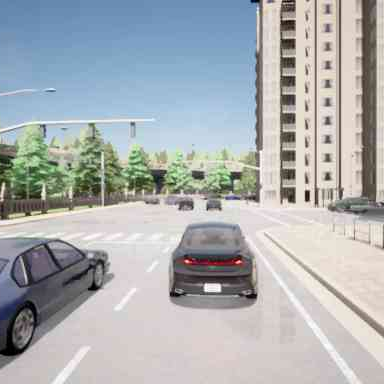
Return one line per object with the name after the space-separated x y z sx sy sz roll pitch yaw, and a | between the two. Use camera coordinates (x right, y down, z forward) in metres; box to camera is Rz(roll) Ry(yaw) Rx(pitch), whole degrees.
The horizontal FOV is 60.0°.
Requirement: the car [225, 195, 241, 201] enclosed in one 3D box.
10.584 1.481 85.780 4.674 1.442 1.812 0 0 -38 | car

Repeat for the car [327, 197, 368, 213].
17.436 1.388 36.740 4.553 1.767 2.097 0 0 3 | car

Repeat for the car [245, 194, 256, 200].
15.698 1.457 85.357 4.892 1.490 1.837 0 0 -34 | car

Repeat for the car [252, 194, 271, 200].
19.018 1.309 91.088 4.553 1.767 2.097 0 0 -20 | car

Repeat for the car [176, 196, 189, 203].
-1.936 1.560 71.279 1.895 1.301 4.718 0 0 11 | car

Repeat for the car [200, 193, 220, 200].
5.310 1.181 85.397 2.150 2.045 5.566 0 0 38 | car

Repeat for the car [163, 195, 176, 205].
-3.499 1.324 56.411 2.097 1.767 4.553 0 0 4 | car

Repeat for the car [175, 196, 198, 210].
-0.662 1.482 43.191 1.837 1.490 4.892 0 0 4 | car

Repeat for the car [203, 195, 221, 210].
2.827 1.482 42.890 2.128 1.511 4.902 0 1 4 | car

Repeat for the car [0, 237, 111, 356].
-3.138 1.545 6.033 2.033 1.411 5.357 0 0 4 | car

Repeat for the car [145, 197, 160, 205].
-6.898 1.518 58.223 2.033 1.411 5.357 0 0 4 | car

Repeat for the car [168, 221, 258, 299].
0.546 1.501 8.488 1.837 1.490 4.892 0 0 4 | car

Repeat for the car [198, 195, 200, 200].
2.709 1.309 87.733 2.097 1.767 4.553 0 0 38 | car

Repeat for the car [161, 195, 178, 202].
-4.904 1.489 73.808 2.128 1.511 4.902 0 0 15 | car

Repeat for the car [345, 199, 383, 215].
18.354 1.638 33.188 4.718 1.301 1.895 0 0 3 | car
